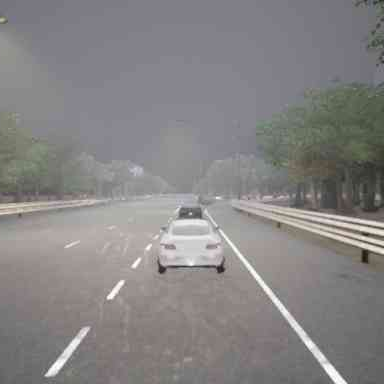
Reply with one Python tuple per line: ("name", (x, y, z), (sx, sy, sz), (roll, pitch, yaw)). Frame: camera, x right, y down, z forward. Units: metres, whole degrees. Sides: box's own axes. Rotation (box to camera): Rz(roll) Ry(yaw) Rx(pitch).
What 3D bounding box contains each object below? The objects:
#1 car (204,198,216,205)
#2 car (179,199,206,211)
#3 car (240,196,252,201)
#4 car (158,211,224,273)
("car", (3.099, 1.725, 60.243), (1.895, 1.301, 4.718), (0, 0, 16))
("car", (-0.108, 1.564, 28.124), (1.882, 1.535, 5.008), (0, 0, 0))
("car", (13.234, 1.617, 82.917), (1.812, 1.442, 4.674), (0, 0, 35))
("car", (-0.037, 1.553, 10.694), (1.812, 1.442, 4.674), (0, 0, 0))
